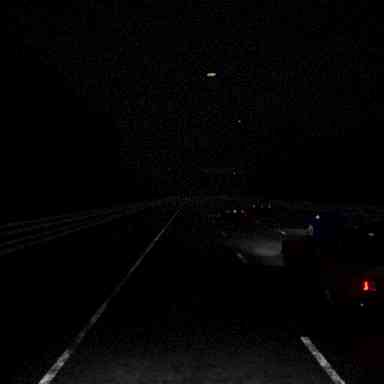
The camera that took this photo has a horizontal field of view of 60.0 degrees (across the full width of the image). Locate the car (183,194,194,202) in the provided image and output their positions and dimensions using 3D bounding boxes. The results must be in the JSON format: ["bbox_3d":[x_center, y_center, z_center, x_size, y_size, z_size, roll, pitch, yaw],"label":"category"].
[{"bbox_3d":[-1.276,1.670,88.409,2.150,2.045,5.566,0,0,0],"label":"car"}]

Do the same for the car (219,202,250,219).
[{"bbox_3d":[3.584,1.691,30.359,2.033,1.411,5.357,0,0,0],"label":"car"}]

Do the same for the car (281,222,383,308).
[{"bbox_3d":[3.596,1.639,7.930,1.895,1.301,4.718,0,0,0],"label":"car"}]

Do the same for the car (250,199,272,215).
[{"bbox_3d":[7.080,1.521,35.861,2.097,1.767,4.553,0,0,0],"label":"car"}]

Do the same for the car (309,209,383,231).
[{"bbox_3d":[7.092,1.552,15.613,1.882,1.535,5.008,0,0,0],"label":"car"}]
